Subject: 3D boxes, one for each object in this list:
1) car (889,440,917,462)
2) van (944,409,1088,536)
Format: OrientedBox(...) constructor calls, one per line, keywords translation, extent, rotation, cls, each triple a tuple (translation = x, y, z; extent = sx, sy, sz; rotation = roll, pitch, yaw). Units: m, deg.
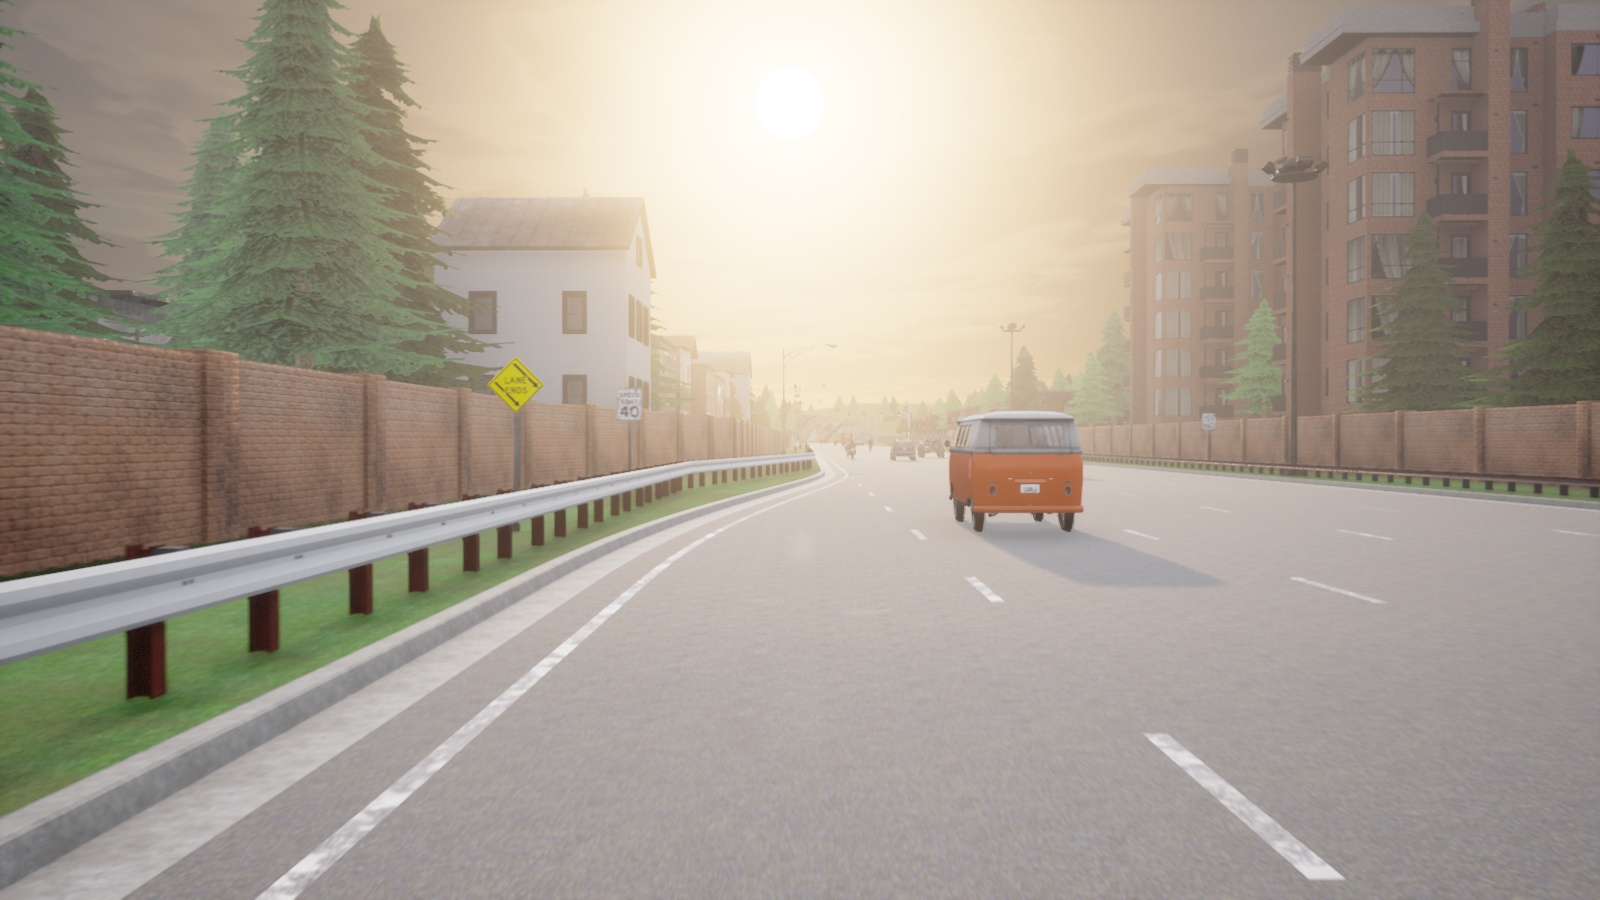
OrientedBox(translation=(7.536, 0.038, 92.321), extent=(1.789, 1.549, 3.705), rotation=(0, 0, 0), cls="car")
OrientedBox(translation=(3.639, 0.337, 21.920), extent=(1.775, 1.987, 4.442), rotation=(0, 0, 0), cls="van")
